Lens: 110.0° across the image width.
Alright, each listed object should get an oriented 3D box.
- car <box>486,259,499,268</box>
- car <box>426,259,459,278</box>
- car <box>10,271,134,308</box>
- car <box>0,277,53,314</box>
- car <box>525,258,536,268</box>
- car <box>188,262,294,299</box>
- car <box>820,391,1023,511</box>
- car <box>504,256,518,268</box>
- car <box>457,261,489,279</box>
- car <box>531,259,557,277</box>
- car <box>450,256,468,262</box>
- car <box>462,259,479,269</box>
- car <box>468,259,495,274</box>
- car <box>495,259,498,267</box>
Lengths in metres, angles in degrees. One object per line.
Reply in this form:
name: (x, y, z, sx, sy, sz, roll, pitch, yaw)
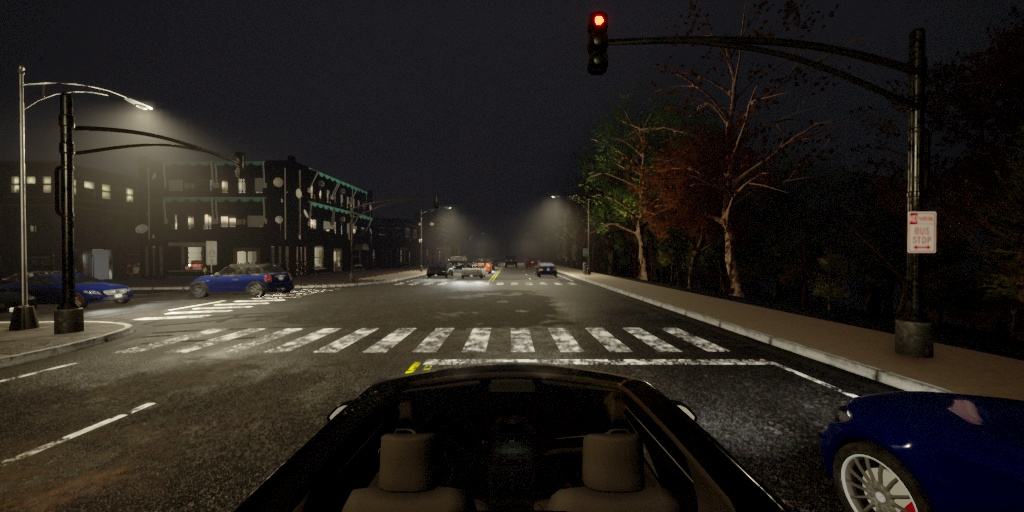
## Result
car: (-3.417, 1.218, 63.371, 2.128, 1.511, 4.902, 0, 0, 0)
car: (-6.656, 1.287, 34.008, 2.033, 1.411, 5.357, 0, 0, 0)
car: (-19.358, 1.490, 15.561, 4.674, 1.442, 1.812, -1, 1, 1)
car: (-19.969, 1.565, 12.862, 4.313, 1.339, 1.948, 0, 0, 0)
car: (3.233, 1.080, 59.460, 2.097, 1.767, 4.553, 0, 0, 0)
car: (-13.991, 1.217, 18.591, 4.553, 1.767, 2.097, -1, 1, 5)
car: (3.358, 1.276, 0.895, 1.812, 1.442, 4.674, 0, 0, 1)
car: (-0.127, 0.948, 62.936, 2.150, 2.045, 5.566, 0, 0, 0)
car: (-3.405, 1.341, 32.289, 1.895, 1.301, 4.718, 0, 0, 0)
car: (3.283, 1.286, 35.160, 2.033, 1.411, 5.357, 0, 0, 0)
car: (-6.671, 0.957, 44.376, 2.150, 2.045, 5.566, 0, 0, 0)
car: (-6.683, 1.221, 58.626, 2.128, 1.511, 4.902, 0, 0, 0)
car: (-3.419, 1.088, 41.261, 2.097, 1.767, 4.553, 0, 0, 0)
car: (-3.432, 1.223, 51.293, 2.128, 1.511, 4.902, 0, 0, 0)
